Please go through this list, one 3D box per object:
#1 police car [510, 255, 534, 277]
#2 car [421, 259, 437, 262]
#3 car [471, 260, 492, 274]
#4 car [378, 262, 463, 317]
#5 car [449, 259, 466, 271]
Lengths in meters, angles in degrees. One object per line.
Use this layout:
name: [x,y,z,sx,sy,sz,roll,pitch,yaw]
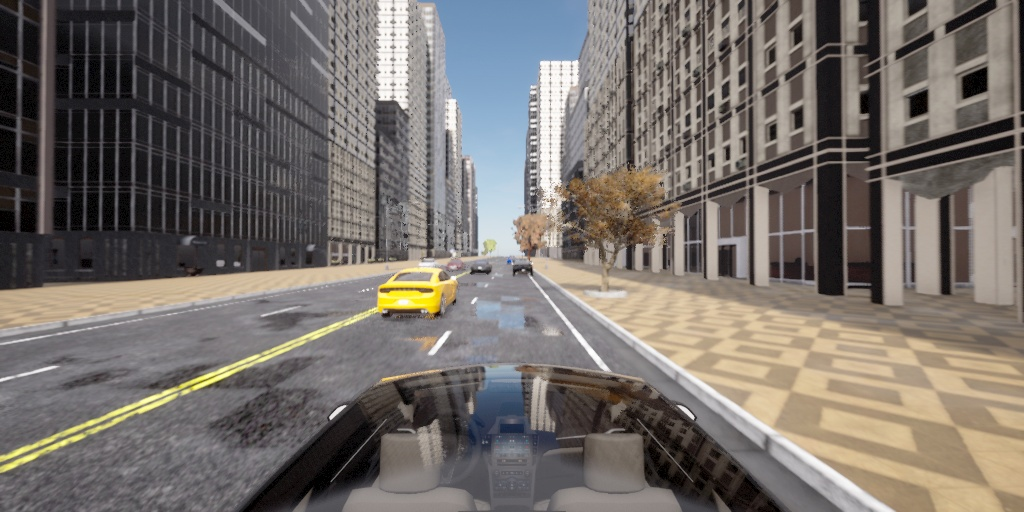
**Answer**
police car: [0.978,1.003,33.568,1.930,1.638,5.238,0,0,0]
car: [-9.824,1.056,42.247,1.812,1.442,4.674,0,0,0]
car: [-3.147,1.121,37.431,1.994,1.385,4.181,0,0,0]
car: [-3.149,1.167,12.885,1.882,1.535,5.008,0,1,0]
car: [-6.576,1.056,42.229,1.812,1.442,4.674,0,0,0]
